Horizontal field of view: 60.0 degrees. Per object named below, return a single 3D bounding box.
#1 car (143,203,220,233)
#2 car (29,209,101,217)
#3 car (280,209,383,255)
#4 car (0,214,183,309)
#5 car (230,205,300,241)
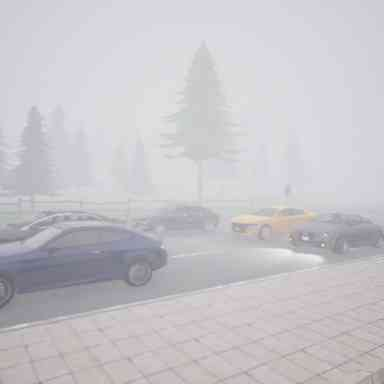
[{"bbox_3d":[-0.772,1.355,17.277,4.892,1.490,1.837,1,0,-34],"label":"car"},{"bbox_3d":[-4.419,1.333,10.655,4.902,1.511,2.128,1,0,-34],"label":"car"},{"bbox_3d":[5.841,1.547,13.370,4.181,1.385,1.994,1,1,-34],"label":"car"},{"bbox_3d":[-2.747,1.417,7.560,4.674,1.442,1.812,1,1,-34],"label":"car"},{"bbox_3d":[4.137,1.409,16.439,5.008,1.535,1.882,1,1,-33],"label":"car"}]
